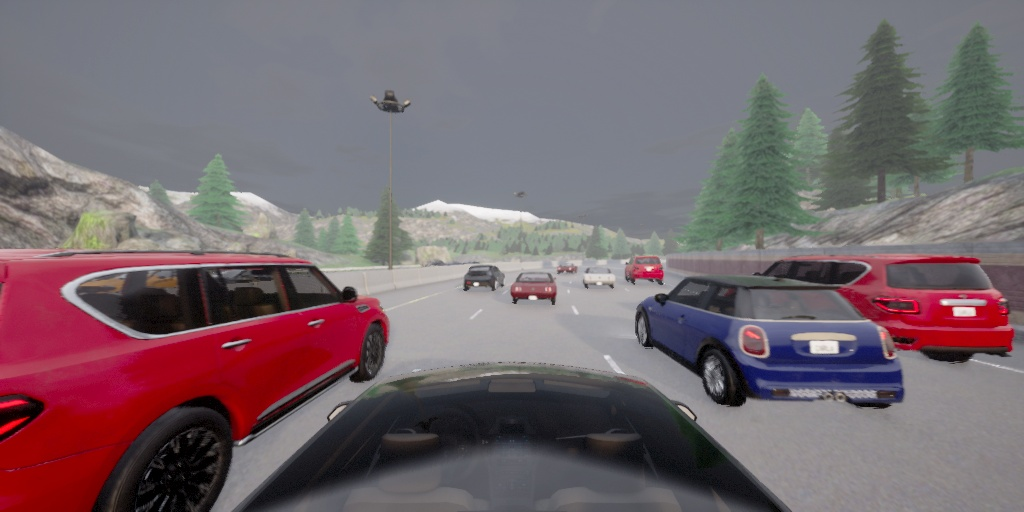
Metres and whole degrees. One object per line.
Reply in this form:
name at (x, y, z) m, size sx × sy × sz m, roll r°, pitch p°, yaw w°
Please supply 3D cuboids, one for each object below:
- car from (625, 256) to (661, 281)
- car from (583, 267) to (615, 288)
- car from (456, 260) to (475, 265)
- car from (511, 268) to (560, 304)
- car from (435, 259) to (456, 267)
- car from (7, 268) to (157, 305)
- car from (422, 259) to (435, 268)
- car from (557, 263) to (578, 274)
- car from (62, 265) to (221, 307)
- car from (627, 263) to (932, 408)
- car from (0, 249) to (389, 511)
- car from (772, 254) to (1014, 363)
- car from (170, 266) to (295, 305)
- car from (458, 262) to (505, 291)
car at (9.916, 1.034, 27.159) m, size 2.150 × 2.045 × 5.566 m, roll 0°, pitch 0°, yaw 12°
car at (5.811, 1.405, 24.329) m, size 1.895 × 1.301 × 4.718 m, roll 0°, pitch 0°, yaw 10°
car at (-6.653, 1.343, 57.489) m, size 1.994 × 1.385 × 4.181 m, roll 0°, pitch 0°, yaw 22°
car at (1.115, 1.385, 16.595) m, size 1.895 × 1.301 × 4.718 m, roll 0°, pitch 0°, yaw 7°
car at (-9.909, 1.473, 58.773) m, size 2.033 × 1.411 × 5.357 m, roll 0°, pitch 0°, yaw 22°
car at (-20.094, 1.337, 17.092) m, size 1.994 × 1.385 × 4.181 m, roll 0°, pitch 0°, yaw 6°
car at (-13.165, 1.205, 60.058) m, size 2.128 × 1.511 × 4.902 m, roll 0°, pitch 0°, yaw 22°
car at (6.537, 1.445, 41.819) m, size 1.895 × 1.301 × 4.718 m, roll 0°, pitch 0°, yaw 17°
car at (-16.644, 1.252, 16.617) m, size 1.882 × 1.535 × 5.008 m, roll 0°, pitch 0°, yaw 6°
car at (3.825, 1.115, 6.419) m, size 2.097 × 1.767 × 4.553 m, roll 0°, pitch 0°, yaw 2°
car at (-3.305, 0.974, 4.049) m, size 2.150 × 2.045 × 5.566 m, roll 0°, pitch 0°, yaw 1°
car at (7.381, 0.991, 8.409) m, size 2.150 × 2.045 × 5.566 m, roll 0°, pitch 0°, yaw 3°
car at (-13.059, 1.282, 17.268) m, size 1.837 × 1.490 × 4.892 m, roll 0°, pitch 0°, yaw 7°
car at (-1.611, 1.300, 22.182) m, size 1.837 × 1.490 × 4.892 m, roll 0°, pitch 0°, yaw 8°
